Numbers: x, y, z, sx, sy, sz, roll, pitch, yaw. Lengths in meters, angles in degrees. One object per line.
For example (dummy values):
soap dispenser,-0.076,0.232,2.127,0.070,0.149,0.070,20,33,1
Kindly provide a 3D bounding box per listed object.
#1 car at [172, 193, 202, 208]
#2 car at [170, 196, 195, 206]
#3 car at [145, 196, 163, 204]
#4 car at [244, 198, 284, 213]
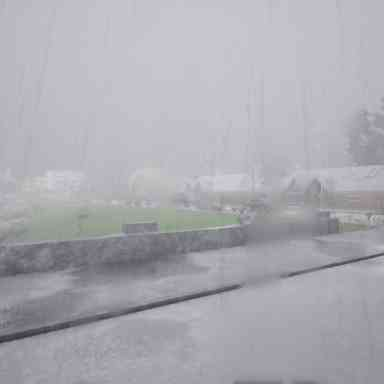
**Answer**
car,-0.782,1.219,49.203,2.150,2.045,5.566,0,0,-35
car,-1.684,1.478,57.590,1.882,1.535,5.008,0,0,-35
car,-7.606,1.478,65.827,1.882,1.535,5.008,0,0,-35
car,7.930,1.505,36.940,1.837,1.490,4.892,0,0,-35
